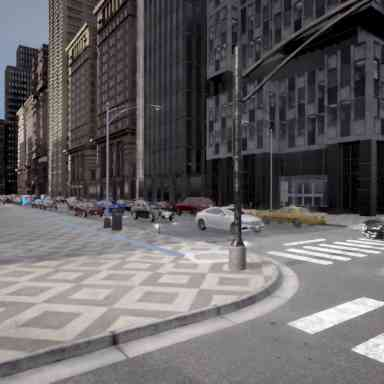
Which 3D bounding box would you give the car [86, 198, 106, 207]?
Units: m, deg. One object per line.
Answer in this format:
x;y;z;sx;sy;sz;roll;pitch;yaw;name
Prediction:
-15.851;1.726;54.712;1.947;1.339;4.313;0;0;-35;car

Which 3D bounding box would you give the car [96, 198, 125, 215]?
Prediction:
-8.705;1.559;34.473;1.882;1.535;5.008;0;0;-35;car

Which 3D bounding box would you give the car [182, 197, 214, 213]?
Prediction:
0.321;1.397;31.844;2.192;1.841;5.009;0;0;-35;car

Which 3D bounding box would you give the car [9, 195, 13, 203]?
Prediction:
-35.741;1.777;68.071;1.802;1.307;4.206;0;0;-35;car

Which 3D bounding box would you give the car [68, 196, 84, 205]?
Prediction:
-22.320;1.633;63.859;1.967;1.590;4.097;0;0;-35;car

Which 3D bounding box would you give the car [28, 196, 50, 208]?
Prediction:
-22.802;1.711;49.776;1.802;1.307;4.206;0;0;-35;car

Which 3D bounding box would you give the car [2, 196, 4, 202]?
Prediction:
-42.211;1.812;77.219;1.802;1.307;4.206;0;0;-35;car

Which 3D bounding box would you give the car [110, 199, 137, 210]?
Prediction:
-9.382;1.679;45.565;2.008;1.369;4.403;0;0;-35;car

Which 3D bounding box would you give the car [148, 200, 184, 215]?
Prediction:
-2.913;1.642;36.417;1.887;1.381;4.507;0;0;-35;car

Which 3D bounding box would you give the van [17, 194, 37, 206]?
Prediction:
-29.272;1.503;58.924;1.690;1.788;3.998;0;0;-35;van

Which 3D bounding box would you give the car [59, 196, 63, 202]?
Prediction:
-28.789;1.666;73.006;1.967;1.590;4.097;0;0;-35;car

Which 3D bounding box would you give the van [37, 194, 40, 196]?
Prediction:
-38.493;1.619;86.727;1.690;1.788;3.998;0;0;-35;van

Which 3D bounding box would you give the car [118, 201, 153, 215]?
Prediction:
-6.259;1.694;36.539;1.895;1.301;4.718;0;0;-35;car

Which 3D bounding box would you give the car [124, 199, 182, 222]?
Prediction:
-3.262;1.547;26.764;2.128;1.511;4.902;0;0;-35;car

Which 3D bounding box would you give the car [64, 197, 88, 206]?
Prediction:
-14.392;1.672;42.562;1.994;1.385;4.181;0;0;-37;car

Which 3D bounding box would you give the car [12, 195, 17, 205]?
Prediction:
-32.408;1.703;63.359;1.752;1.417;4.829;0;0;-35;car

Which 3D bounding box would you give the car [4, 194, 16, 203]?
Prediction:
-38.976;1.527;72.646;2.192;1.841;5.009;0;0;-35;car

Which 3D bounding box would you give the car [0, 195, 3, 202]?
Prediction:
-45.445;1.687;81.793;1.967;1.590;4.097;0;0;-35;car

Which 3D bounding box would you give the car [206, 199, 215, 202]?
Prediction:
3.458;1.593;27.409;1.752;1.417;4.829;0;0;-35;car

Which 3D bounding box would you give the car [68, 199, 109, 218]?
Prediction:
-9.864;1.611;31.481;1.887;1.381;4.507;0;0;-35;car

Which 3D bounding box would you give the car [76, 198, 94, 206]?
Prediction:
-19.086;1.758;59.285;1.802;1.307;4.206;0;0;-35;car

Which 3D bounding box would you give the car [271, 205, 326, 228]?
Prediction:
6.692;1.578;22.836;1.752;1.417;4.829;0;0;-35;car

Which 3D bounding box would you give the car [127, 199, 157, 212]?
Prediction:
-6.246;1.638;41.130;1.752;1.417;4.829;0;0;-35;car

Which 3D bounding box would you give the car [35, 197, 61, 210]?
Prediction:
-19.568;1.695;45.202;1.802;1.307;4.206;0;0;-35;car

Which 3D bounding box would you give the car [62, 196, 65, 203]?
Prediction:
-19.537;1.635;55.304;1.882;1.535;5.008;0;0;-35;car

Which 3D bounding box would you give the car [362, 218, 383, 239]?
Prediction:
10.506;1.522;15.207;4.892;1.490;1.837;0;3;14;car

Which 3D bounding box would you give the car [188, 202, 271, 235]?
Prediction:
2.024;1.557;19.251;1.812;1.442;4.674;0;0;-37;car
